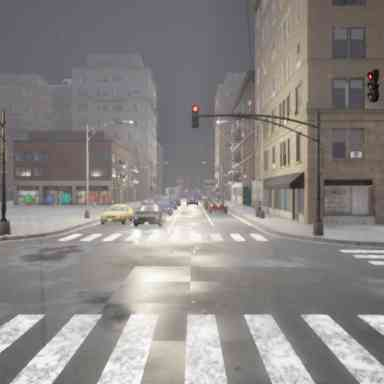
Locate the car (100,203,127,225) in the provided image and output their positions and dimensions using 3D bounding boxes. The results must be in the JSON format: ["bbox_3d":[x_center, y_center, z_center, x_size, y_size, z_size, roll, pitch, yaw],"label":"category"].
[{"bbox_3d":[-5.361,1.513,24.166,1.752,1.417,4.829,0,0,0],"label":"car"}]

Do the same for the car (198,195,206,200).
[{"bbox_3d":[2.737,1.526,92.270,1.947,1.339,4.313,0,0,0],"label":"car"}]

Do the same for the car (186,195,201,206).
[{"bbox_3d":[0.058,1.575,54.146,1.895,1.301,4.718,0,0,0],"label":"car"}]

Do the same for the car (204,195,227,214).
[{"bbox_3d":[2.676,1.422,35.651,1.967,1.590,4.097,0,0,0],"label":"car"}]

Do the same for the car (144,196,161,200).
[{"bbox_3d":[-5.343,1.531,41.322,2.008,1.369,4.403,0,0,0],"label":"car"}]

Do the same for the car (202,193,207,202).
[{"bbox_3d":[2.682,1.295,41.313,2.192,1.841,5.009,0,0,0],"label":"car"}]

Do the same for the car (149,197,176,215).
[{"bbox_3d":[-2.802,1.510,32.295,1.812,1.442,4.674,0,0,0],"label":"car"}]

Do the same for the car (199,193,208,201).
[{"bbox_3d":[2.724,1.279,80.946,2.192,1.841,5.009,0,0,0],"label":"car"}]

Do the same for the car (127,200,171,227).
[{"bbox_3d":[-2.809,1.536,22.990,2.033,1.411,5.357,0,0,-1],"label":"car"}]

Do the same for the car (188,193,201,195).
[{"bbox_3d":[0.069,1.191,64.448,2.150,2.045,5.566,0,0,0],"label":"car"}]

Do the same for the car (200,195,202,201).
[{"bbox_3d":[2.694,1.500,52.807,1.752,1.417,4.829,0,0,0],"label":"car"}]

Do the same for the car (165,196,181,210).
[{"bbox_3d":[-2.742,1.527,42.031,2.033,1.411,5.357,0,0,1],"label":"car"}]
